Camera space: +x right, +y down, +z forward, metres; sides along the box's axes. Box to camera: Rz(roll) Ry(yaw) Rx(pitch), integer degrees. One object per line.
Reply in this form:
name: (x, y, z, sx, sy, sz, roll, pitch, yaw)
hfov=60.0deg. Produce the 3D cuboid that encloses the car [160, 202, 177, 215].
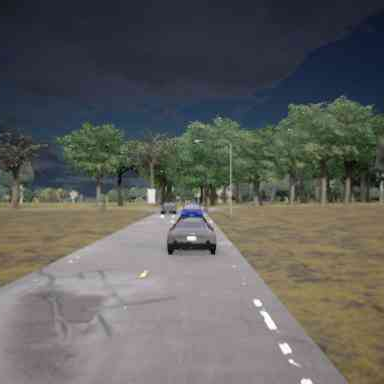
car: (-2.779, 1.991, 40.793, 2.033, 1.411, 5.357, 0, -1, 0)

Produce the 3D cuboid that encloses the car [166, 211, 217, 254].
car: (-0.007, 1.709, 14.290, 1.994, 1.385, 4.181, 0, -1, 0)

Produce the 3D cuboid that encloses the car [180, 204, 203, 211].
car: (-0.016, 1.789, 29.493, 1.882, 1.535, 5.008, 0, 0, 0)
